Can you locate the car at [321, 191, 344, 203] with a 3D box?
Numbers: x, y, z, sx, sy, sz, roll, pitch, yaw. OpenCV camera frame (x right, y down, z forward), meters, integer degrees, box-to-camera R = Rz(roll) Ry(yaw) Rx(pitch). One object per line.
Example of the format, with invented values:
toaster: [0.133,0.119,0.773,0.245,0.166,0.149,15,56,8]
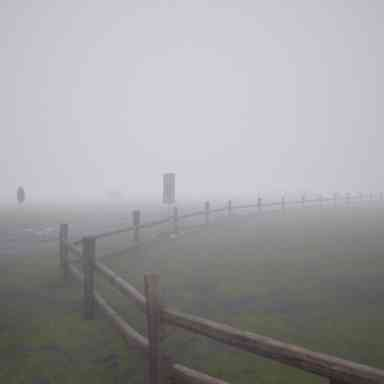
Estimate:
car: [19.559,0.670,46.627,5.008,1.535,1.882,-1,1,-43]
